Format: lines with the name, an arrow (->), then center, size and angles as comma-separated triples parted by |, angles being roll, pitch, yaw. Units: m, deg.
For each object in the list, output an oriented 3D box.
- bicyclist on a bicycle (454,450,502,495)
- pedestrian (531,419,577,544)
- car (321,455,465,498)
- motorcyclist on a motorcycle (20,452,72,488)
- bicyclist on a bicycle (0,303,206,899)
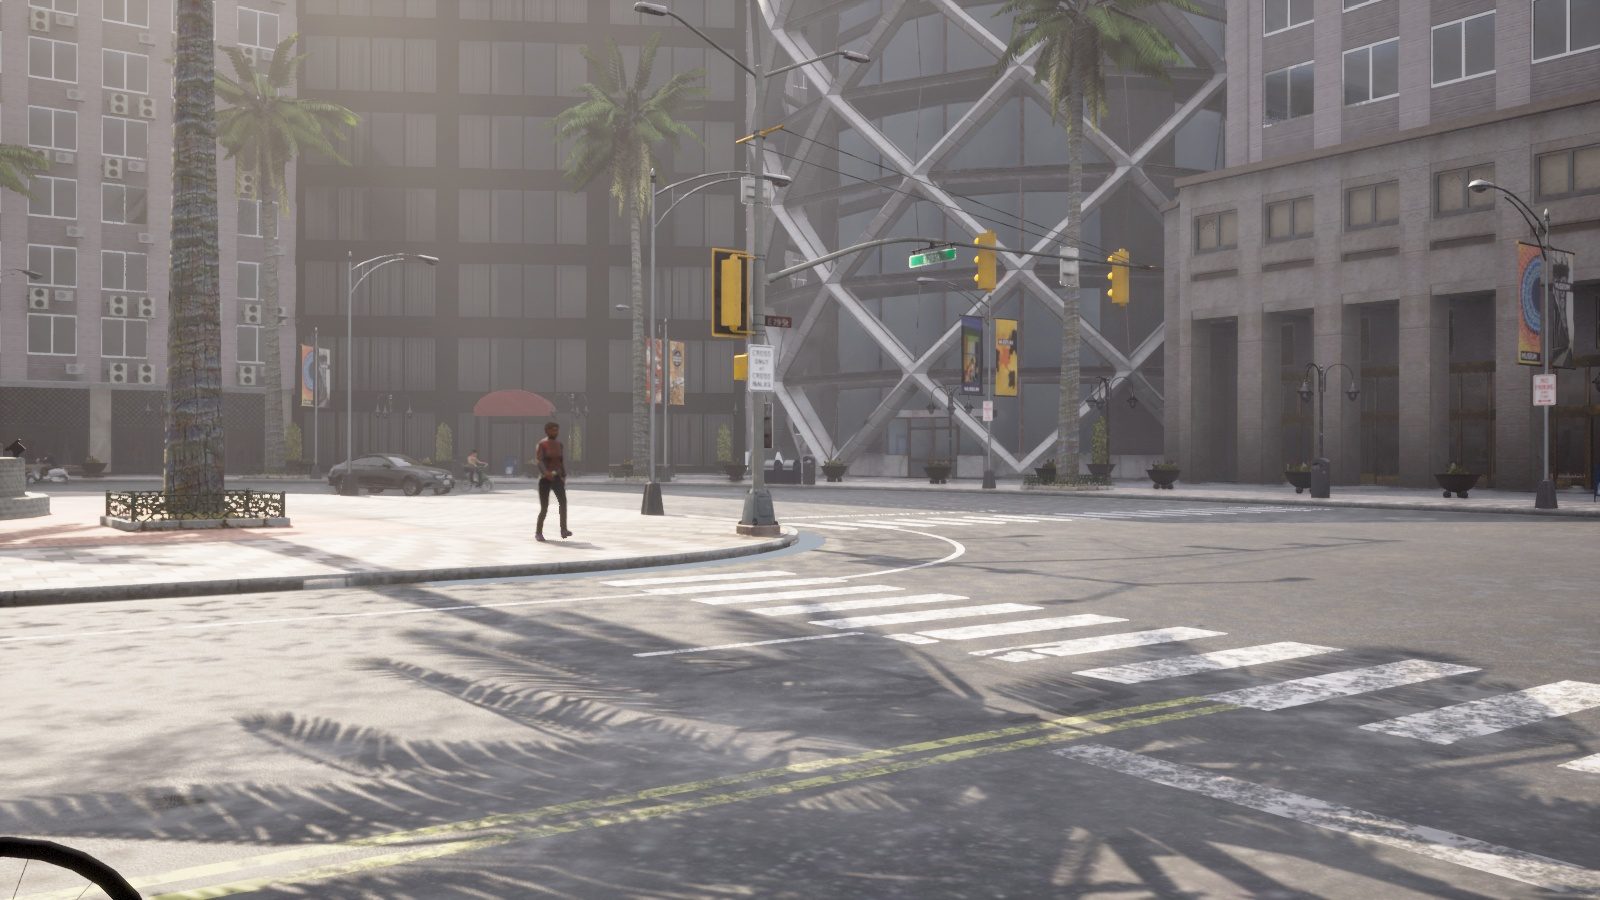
bicyclist on a bicycle -> -11.908, 0.820, 46.495 | 1.509, 1.612, 0.866 | 0, 1, 25
pedestrian -> -3.636, 0.455, 18.564 | 0.328, 1.805, 0.869 | 0, 0, -36
car -> -14.171, 0.908, 43.714 | 4.674, 1.442, 1.812 | 0, 0, 21
motorcyclist on a motorcycle -> -33.761, 0.907, 56.262 | 1.817, 1.590, 0.866 | 0, 0, -7
bicyclist on a bicycle -> -2.110, 0.625, 2.206 | 1.843, 1.776, 0.659 | 0, 0, -35
